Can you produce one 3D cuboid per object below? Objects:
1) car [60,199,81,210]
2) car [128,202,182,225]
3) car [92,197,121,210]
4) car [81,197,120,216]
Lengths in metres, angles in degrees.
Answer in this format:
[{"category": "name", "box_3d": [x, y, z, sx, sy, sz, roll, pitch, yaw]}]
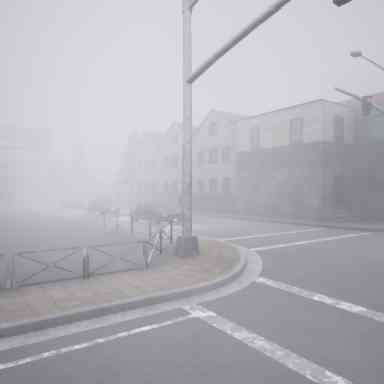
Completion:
[{"category": "car", "box_3d": [-14.109, 1.425, 39.269, 1.895, 1.301, 4.718, 0, 0, -35]}, {"category": "car", "box_3d": [-2.549, 1.371, 22.874, 2.033, 1.411, 5.357, 0, 0, -35]}, {"category": "car", "box_3d": [-10.476, 1.329, 40.454, 1.837, 1.490, 4.892, 0, 0, -35]}, {"category": "car", "box_3d": [-8.291, 1.315, 30.995, 2.128, 1.511, 4.902, 0, 0, -35]}]
